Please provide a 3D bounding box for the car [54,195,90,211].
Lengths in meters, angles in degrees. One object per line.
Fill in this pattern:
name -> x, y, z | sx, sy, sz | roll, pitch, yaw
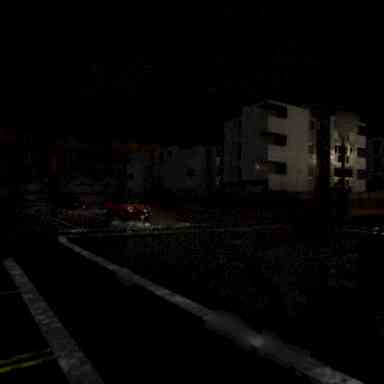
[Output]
car -> -12.121, 1.066, 33.338 | 4.674, 1.442, 1.812 | 3, 1, 40

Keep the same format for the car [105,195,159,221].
car -> -4.858, 1.162, 25.398 | 2.097, 1.767, 4.553 | 1, 1, -38

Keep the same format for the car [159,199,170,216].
car -> -3.887, 1.276, 29.868 | 1.882, 1.535, 5.008 | 1, 0, -37
